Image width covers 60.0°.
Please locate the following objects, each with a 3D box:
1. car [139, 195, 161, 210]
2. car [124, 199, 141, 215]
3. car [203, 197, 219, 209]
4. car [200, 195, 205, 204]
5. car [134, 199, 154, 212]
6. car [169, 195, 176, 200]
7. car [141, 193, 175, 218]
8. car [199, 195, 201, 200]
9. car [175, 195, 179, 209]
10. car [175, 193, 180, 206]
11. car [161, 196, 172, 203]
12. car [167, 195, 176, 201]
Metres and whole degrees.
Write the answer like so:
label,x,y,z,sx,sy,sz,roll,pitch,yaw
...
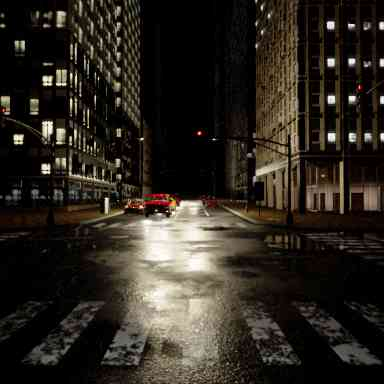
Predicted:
label,x,y,z,sx,sy,sz,roll,pitch,yaw
car,-5.604,1.332,44.966,2.192,1.841,5.009,1,0,0
car,-5.623,1.453,33.815,1.967,1.590,4.097,1,0,0
car,2.771,1.599,45.015,1.802,1.307,4.206,1,0,0
car,2.790,1.547,56.341,1.752,1.417,4.829,1,0,0
car,-5.617,1.597,39.391,1.802,1.307,4.206,1,0,0
car,-5.533,1.605,95.142,1.947,1.339,4.313,1,0,0
car,-3.047,1.233,31.144,2.150,2.045,5.566,0,0,0
car,2.797,1.590,61.748,1.947,1.339,4.313,1,0,0
car,-3.035,1.493,41.571,1.882,1.535,5.008,0,0,0
car,-3.004,1.239,52.787,2.150,2.045,5.566,0,0,0
car,-5.566,1.573,72.841,1.887,1.381,4.507,1,0,0
car,-5.541,1.587,89.567,2.008,1.369,4.403,1,0,0
